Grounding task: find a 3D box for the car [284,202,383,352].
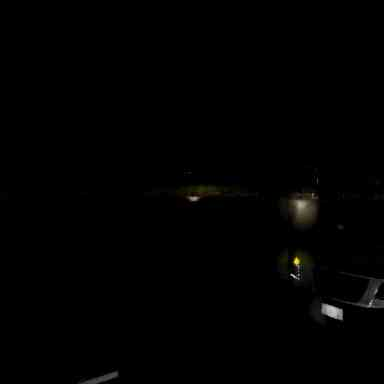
[{"bbox_3d":[4.101,1.190,5.848,5.566,2.045,2.150,0,1,-34],"label":"car"}]
